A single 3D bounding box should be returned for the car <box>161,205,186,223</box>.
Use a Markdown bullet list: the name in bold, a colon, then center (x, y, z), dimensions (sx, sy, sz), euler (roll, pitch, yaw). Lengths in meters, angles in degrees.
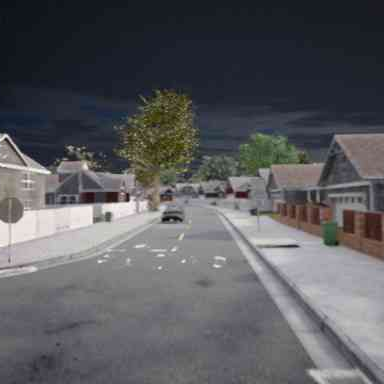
- **car**: center (-1.532, 1.880, 28.885), dimensions (2.033, 1.411, 5.357), euler (-1, -1, 2)
